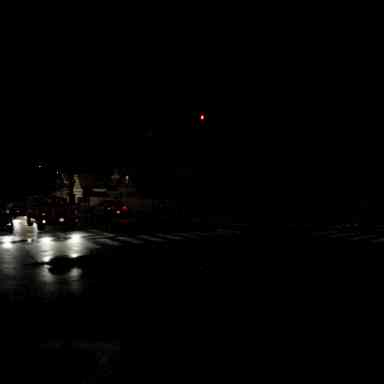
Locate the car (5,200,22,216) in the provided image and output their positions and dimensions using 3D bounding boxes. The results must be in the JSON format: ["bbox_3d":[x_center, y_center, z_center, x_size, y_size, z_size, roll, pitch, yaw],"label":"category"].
[{"bbox_3d":[-15.265,1.598,29.964,1.812,1.442,4.674,0,0,-36],"label":"car"}]

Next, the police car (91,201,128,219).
[{"bbox_3d":[-7.846,1.597,30.963,2.038,1.542,4.974,0,0,-36],"label":"police car"}]

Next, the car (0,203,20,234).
[{"bbox_3d":[-11.514,1.584,19.253,2.033,1.411,5.357,0,0,-32],"label":"car"}]

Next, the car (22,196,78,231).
[{"bbox_3d":[-9.198,1.270,21.582,2.150,2.045,5.566,0,0,-36],"label":"car"}]

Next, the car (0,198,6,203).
[{"bbox_3d":[-25.399,1.594,44.070,1.882,1.535,5.008,0,-1,-35],"label":"car"}]
